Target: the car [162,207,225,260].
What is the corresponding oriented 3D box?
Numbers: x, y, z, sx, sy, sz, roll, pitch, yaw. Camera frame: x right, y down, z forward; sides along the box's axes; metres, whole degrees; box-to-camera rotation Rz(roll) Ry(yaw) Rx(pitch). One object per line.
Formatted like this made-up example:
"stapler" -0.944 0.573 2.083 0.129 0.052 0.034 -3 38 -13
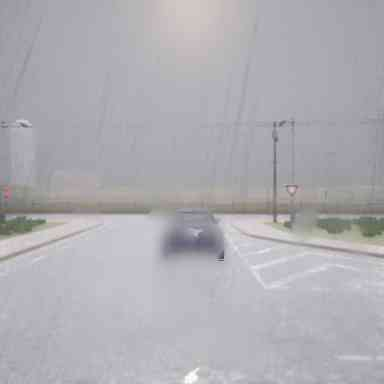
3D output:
"car" 0.062 1.387 12.701 2.097 1.767 4.553 0 0 0
